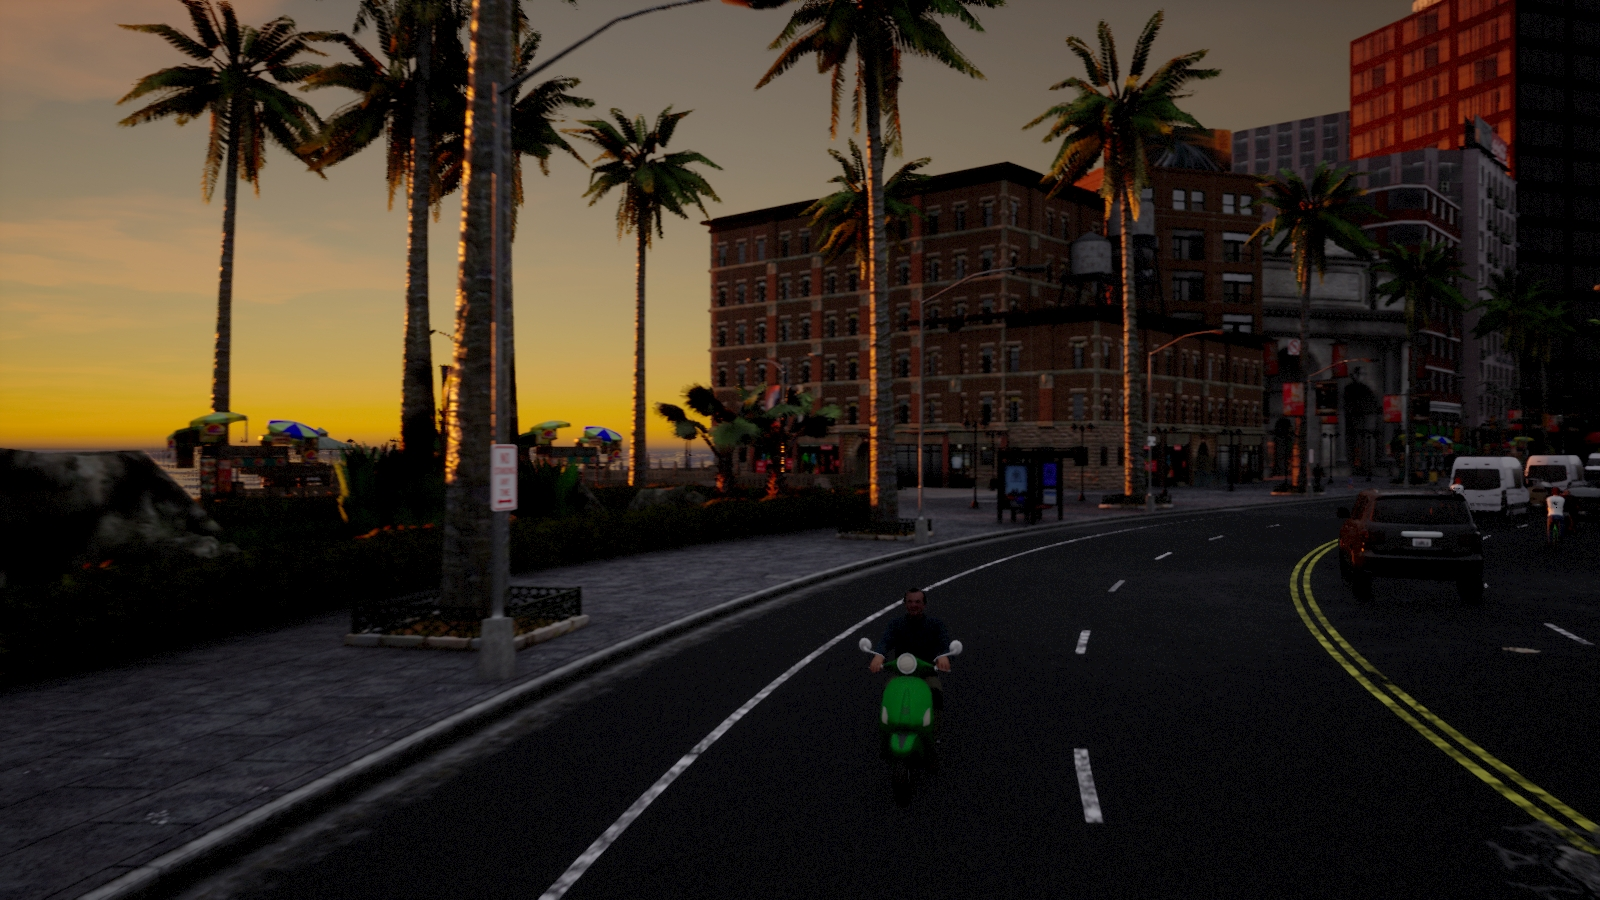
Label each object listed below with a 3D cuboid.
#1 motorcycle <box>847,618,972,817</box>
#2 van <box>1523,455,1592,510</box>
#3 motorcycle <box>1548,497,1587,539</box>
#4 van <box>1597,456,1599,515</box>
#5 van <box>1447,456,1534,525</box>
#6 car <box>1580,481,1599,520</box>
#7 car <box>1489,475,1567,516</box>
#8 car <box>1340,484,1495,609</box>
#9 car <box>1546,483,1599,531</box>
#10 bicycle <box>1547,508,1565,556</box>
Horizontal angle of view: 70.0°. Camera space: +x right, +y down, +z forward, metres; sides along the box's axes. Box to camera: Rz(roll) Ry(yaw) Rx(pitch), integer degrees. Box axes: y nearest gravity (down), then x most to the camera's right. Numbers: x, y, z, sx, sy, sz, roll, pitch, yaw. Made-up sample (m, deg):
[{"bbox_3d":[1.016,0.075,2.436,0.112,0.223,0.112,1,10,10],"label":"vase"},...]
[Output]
[{"bbox_3d":[0.973,2.182,9.693,0.856,1.236,1.805,0,0,12],"label":"motorcycle"},{"bbox_3d":[37.697,1.555,56.812,1.988,2.561,5.915,0,0,42],"label":"van"},{"bbox_3d":[25.404,2.219,37.825,0.867,1.251,2.209,0,0,39],"label":"motorcycle"},{"bbox_3d":[37.683,1.555,51.607,1.988,2.561,5.915,0,0,42],"label":"van"},{"bbox_3d":[27.729,1.550,45.792,1.988,2.561,5.915,0,0,41],"label":"van"},{"bbox_3d":[33.385,2.057,46.847,1.845,1.501,3.633,0,0,42],"label":"car"},{"bbox_3d":[32.873,2.010,51.502,2.152,1.651,5.027,0,0,42],"label":"car"},{"bbox_3d":[12.231,1.783,23.020,2.150,2.045,5.566,0,0,22],"label":"car"},{"bbox_3d":[29.204,2.050,42.195,2.097,1.535,5.006,0,0,41],"label":"car"},{"bbox_3d":[20.490,2.217,30.980,0.373,1.196,1.643,0,0,33],"label":"bicycle"}]
